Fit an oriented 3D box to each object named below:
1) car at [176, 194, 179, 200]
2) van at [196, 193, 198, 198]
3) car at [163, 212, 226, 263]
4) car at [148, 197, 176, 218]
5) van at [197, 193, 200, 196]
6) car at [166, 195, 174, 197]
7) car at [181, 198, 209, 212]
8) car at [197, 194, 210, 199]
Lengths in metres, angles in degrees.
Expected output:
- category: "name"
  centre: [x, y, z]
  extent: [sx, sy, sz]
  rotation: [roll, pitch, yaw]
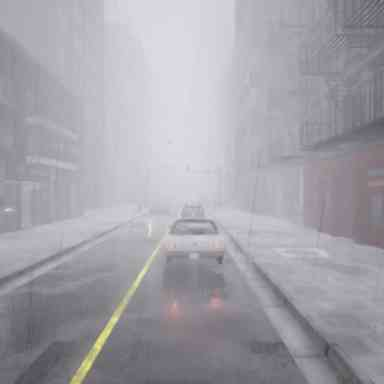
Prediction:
- category: "car"
  centre: [-5.384, 1.593, 90.670]
  extent: [2.008, 1.369, 4.403]
  rotation: [0, 0, 0]
- category: "van"
  centre: [2.640, 1.384, 84.988]
  extent: [1.690, 1.788, 3.998]
  rotation: [0, 0, 0]
- category: "car"
  centre: [0.083, 1.612, 12.067]
  extent: [1.895, 1.301, 4.718]
  rotation: [0, 0, 0]
- category: "car"
  centre: [-2.837, 1.502, 30.666]
  extent: [1.882, 1.535, 5.008]
  rotation: [0, 0, 0]
- category: "van"
  centre: [2.640, 1.382, 73.623]
  extent: [1.690, 1.788, 3.998]
  rotation: [0, 0, 0]
- category: "car"
  centre: [-5.385, 1.606, 67.941]
  extent: [1.947, 1.339, 4.313]
  rotation: [0, 0, 0]
- category: "car"
  centre: [0.084, 1.514, 27.942]
  extent: [2.128, 1.511, 4.902]
  rotation: [0, 0, 0]
- category: "car"
  centre: [2.640, 1.591, 67.941]
  extent: [2.008, 1.369, 4.403]
  rotation: [0, 0, 0]
